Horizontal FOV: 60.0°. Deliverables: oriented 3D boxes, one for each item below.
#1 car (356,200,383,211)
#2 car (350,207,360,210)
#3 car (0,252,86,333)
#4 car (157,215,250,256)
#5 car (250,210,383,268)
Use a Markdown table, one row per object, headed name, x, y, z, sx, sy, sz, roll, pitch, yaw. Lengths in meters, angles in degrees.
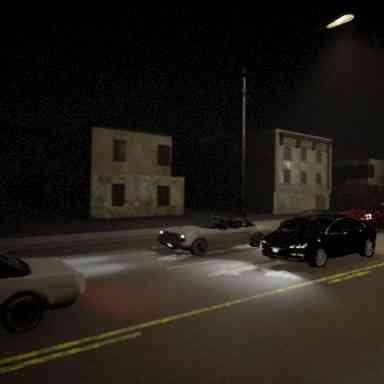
| name | x | y | z | sx | sy | sz | roll | pitch | yaw |
| --- | --- | --- | --- | --- | --- | --- | --- | --- | --- |
| car | 10.951 | 1.414 | 20.344 | 4.553 | 1.767 | 2.097 | 0 | 0 | -35 |
| car | 6.354 | 1.612 | 16.999 | 4.181 | 1.385 | 1.994 | 0 | 0 | -35 |
| car | -4.295 | 1.596 | 5.229 | 4.718 | 1.301 | 1.895 | 0 | 0 | -36 |
| car | 1.009 | 1.624 | 13.303 | 4.718 | 1.301 | 1.895 | 0 | 0 | -35 |
| car | 4.506 | 1.537 | 11.494 | 4.892 | 1.490 | 1.837 | 1 | 0 | -35 |
